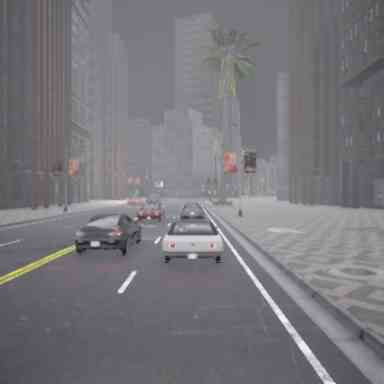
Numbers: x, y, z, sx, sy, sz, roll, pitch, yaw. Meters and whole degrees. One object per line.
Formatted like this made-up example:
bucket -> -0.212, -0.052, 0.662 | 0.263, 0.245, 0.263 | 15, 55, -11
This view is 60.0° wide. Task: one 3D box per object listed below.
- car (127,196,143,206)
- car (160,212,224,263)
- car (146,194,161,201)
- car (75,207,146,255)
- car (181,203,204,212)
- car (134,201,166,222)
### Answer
car -> -9.797, 1.513, 57.201 | 2.097, 1.767, 4.553 | 0, 0, 0
car -> 0.037, 1.630, 12.109 | 1.895, 1.301, 4.718 | 0, 0, 1
car -> -6.549, 1.381, 57.040 | 2.150, 2.045, 5.566 | 0, 0, 1
car -> -3.200, 1.558, 13.370 | 1.812, 1.442, 4.674 | 0, 0, 1
car -> 0.050, 1.633, 27.882 | 1.994, 1.385, 4.181 | 0, 0, 1
car -> -3.210, 1.667, 27.111 | 1.895, 1.301, 4.718 | 0, 0, 1
